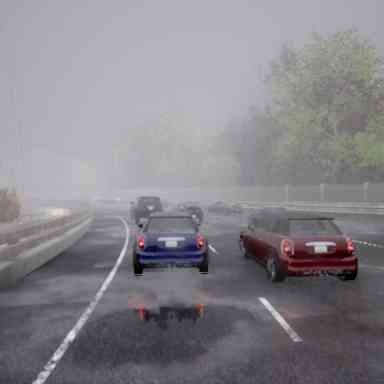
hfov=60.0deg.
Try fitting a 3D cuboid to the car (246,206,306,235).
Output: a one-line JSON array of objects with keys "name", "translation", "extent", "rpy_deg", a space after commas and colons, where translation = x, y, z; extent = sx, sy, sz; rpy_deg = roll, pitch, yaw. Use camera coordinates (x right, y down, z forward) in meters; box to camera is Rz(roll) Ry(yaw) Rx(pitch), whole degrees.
[{"name": "car", "translation": [4.916, 1.620, 20.219], "extent": [1.994, 1.385, 4.181], "rpy_deg": [0, 0, -10]}]

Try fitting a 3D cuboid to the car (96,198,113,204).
[{"name": "car", "translation": [-18.815, 1.947, 71.152], "extent": [1.895, 1.301, 4.718], "rpy_deg": [0, 0, -41]}]

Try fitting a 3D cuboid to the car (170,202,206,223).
[{"name": "car", "translation": [-0.455, 1.614, 28.147], "extent": [1.837, 1.490, 4.892], "rpy_deg": [0, 0, -15]}]

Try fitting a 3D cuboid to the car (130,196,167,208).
[{"name": "car", "translation": [-3.734, 1.342, 27.052], "extent": [2.150, 2.045, 5.566], "rpy_deg": [0, 0, -15]}]

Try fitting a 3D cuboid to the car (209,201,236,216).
[{"name": "car", "translation": [3.264, 1.634, 34.431], "extent": [1.812, 1.442, 4.674], "rpy_deg": [0, 0, -31]}]

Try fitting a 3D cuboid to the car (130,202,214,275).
[{"name": "car", "translation": [-0.723, 1.397, 10.897], "extent": [2.097, 1.767, 4.553], "rpy_deg": [0, 0, -5]}]

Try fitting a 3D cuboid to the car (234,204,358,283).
[{"name": "car", "translation": [2.860, 1.378, 9.967], "extent": [2.097, 1.767, 4.553], "rpy_deg": [0, 0, -5]}]

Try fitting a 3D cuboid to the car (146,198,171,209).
[{"name": "car", "translation": [-5.151, 1.697, 50.049], "extent": [2.128, 1.511, 4.902], "rpy_deg": [0, 0, -27]}]
